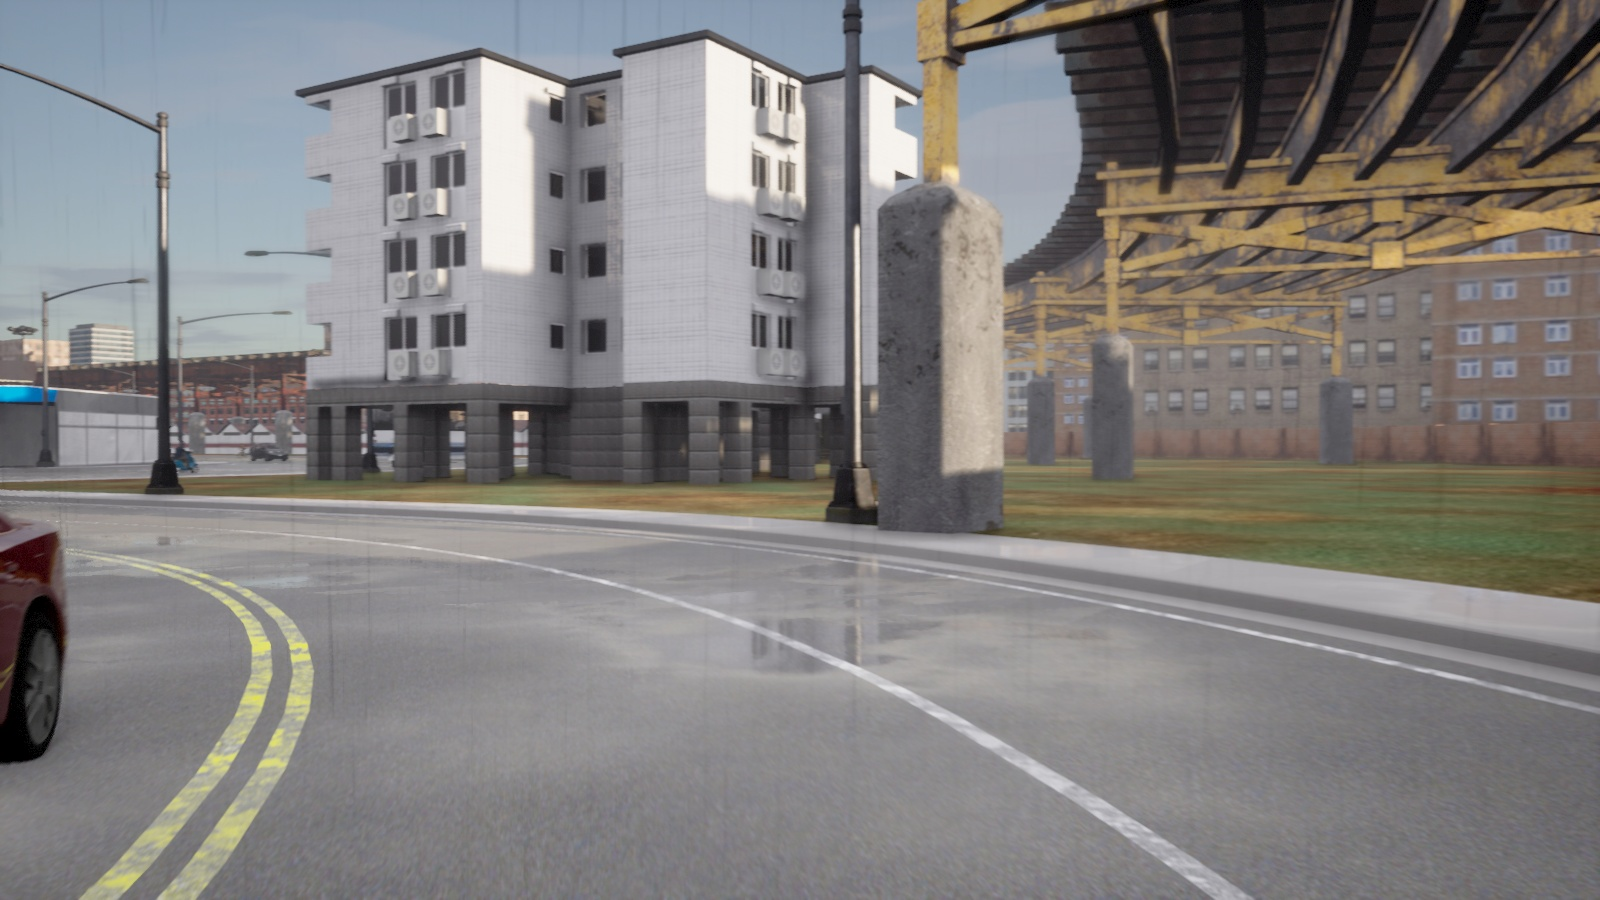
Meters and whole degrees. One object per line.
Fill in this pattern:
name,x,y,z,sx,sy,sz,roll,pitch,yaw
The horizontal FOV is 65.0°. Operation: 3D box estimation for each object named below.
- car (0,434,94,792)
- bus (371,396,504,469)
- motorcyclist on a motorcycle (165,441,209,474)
car,-4.064,0.703,4.183,1.882,1.535,5.008,0,0,-16
bus,-22.292,-1.058,78.109,3.944,4.253,10.273,0,0,9
motorcyclist on a motorcycle,-30.450,0.365,62.400,0.866,1.590,1.817,0,0,25
